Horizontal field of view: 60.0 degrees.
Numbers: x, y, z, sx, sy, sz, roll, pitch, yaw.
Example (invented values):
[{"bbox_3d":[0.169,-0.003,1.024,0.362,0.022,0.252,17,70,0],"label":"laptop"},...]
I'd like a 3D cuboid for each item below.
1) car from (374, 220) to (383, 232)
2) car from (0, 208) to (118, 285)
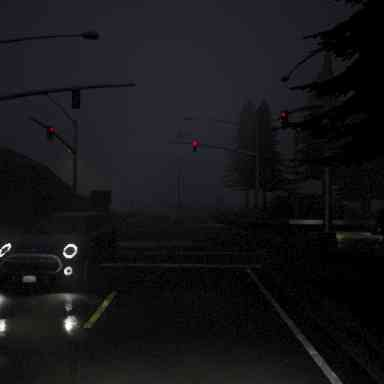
[{"bbox_3d":[14.214,1.860,21.230,4.553,1.767,2.097,0,-1,0],"label":"car"},{"bbox_3d":[-3.674,1.422,9.849,2.097,1.767,4.553,0,-1,1],"label":"car"}]
